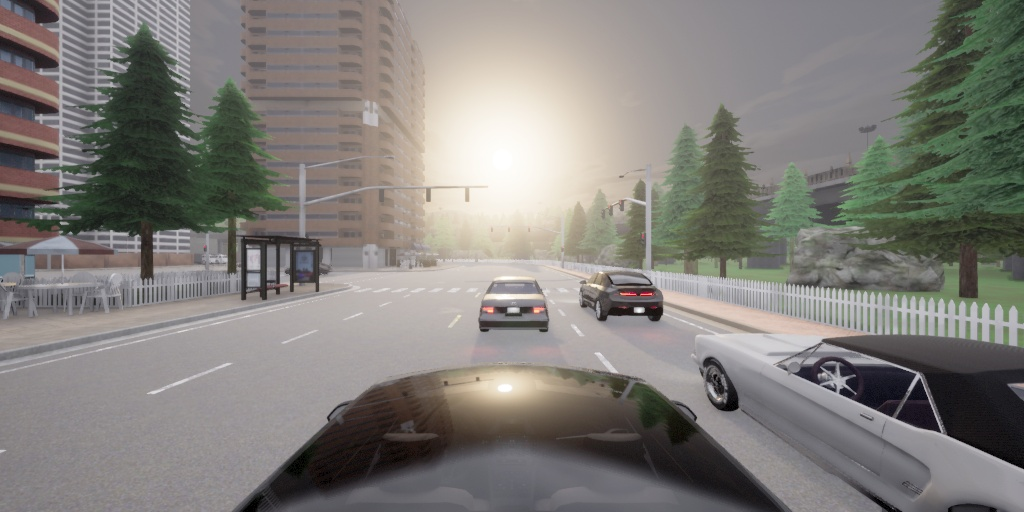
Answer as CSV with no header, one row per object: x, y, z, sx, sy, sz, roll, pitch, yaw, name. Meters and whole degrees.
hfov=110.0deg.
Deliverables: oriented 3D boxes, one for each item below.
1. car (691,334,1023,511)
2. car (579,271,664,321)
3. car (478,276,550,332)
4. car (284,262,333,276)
3.514,1.351,3.133,1.895,1.301,4.718,0,0,1,car
3.564,1.255,12.396,1.837,1.490,4.892,0,0,1,car
0.077,1.297,10.807,2.033,1.411,5.357,0,0,1,car
-21.401,1.331,37.780,4.674,1.442,1.812,0,0,0,car
